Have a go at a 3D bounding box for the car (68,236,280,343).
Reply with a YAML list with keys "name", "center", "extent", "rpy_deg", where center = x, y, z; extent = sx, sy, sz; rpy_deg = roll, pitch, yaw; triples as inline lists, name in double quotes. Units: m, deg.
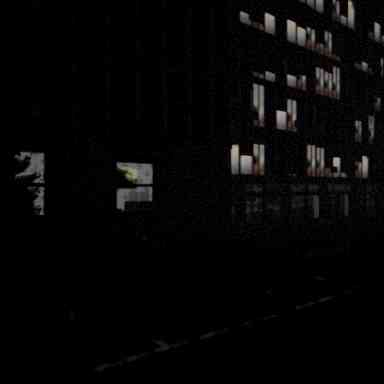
- name: "car"
  center: [-0.106, 1.599, 6.497]
  extent: [4.313, 1.339, 1.947]
  rpy_deg: [1, -1, -35]
